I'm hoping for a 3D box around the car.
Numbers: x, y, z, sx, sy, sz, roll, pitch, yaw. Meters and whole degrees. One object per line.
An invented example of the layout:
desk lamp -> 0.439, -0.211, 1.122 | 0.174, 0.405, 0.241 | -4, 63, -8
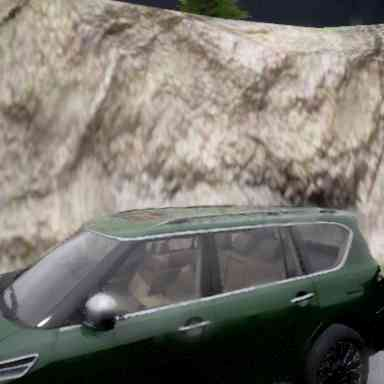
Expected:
car -> -0.375, 1.208, 3.470 | 5.566, 2.045, 2.150 | 0, 0, -28
